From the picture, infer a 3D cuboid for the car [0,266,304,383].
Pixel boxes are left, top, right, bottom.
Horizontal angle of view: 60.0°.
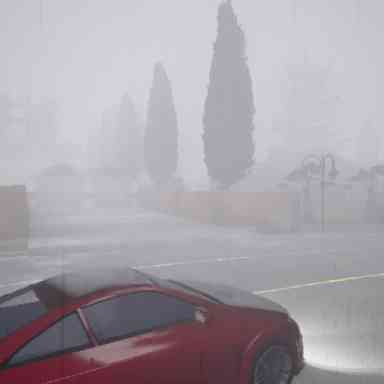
[{"bbox_3d":[-0.712,1.565,3.642,4.181,1.385,1.994,0,0,-34],"label":"car"}]
